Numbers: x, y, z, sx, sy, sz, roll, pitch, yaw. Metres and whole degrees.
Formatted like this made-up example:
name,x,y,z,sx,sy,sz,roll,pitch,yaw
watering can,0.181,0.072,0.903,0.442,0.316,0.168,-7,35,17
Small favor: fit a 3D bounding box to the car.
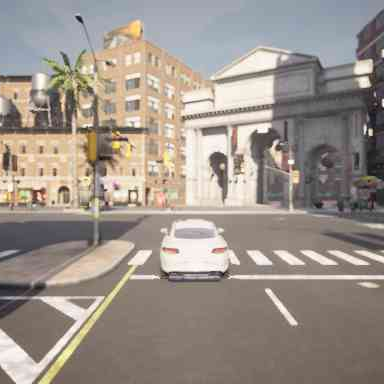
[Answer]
name,x,y,z,sx,sy,sz,roll,pitch,yaw
car,0.020,1.552,10.105,1.812,1.442,4.674,0,0,-2
